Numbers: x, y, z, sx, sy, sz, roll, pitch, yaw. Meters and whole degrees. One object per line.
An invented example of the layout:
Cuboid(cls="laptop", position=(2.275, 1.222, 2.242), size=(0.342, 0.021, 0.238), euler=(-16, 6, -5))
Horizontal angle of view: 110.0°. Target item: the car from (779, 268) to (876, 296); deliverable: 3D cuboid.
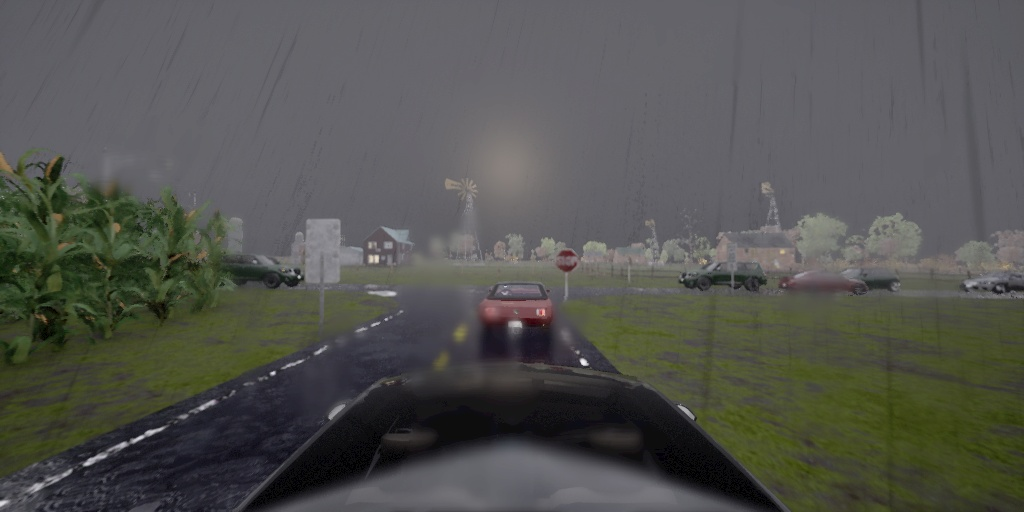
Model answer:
Cuboid(cls="car", position=(19.335, 1.670, 22.407), size=(4.674, 1.442, 1.812), euler=(1, -1, 0))

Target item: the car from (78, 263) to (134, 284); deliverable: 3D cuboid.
Cuboid(cls="car", position=(-25.946, 1.143, 22.257), size=(4.181, 1.385, 1.994), euler=(1, -1, 0))

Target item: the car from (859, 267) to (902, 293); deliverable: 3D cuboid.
Cuboid(cls="car", position=(24.478, 1.633, 25.379), size=(4.553, 1.767, 2.097), euler=(1, -1, 0))

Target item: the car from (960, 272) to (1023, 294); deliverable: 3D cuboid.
Cuboid(cls="car", position=(34.871, 1.901, 25.400), size=(4.902, 1.511, 2.128), euler=(1, -1, 0))

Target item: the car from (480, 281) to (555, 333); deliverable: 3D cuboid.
Cuboid(cls="car", position=(0.233, 1.424, 11.024), size=(1.895, 1.301, 4.718), euler=(0, 0, 3))

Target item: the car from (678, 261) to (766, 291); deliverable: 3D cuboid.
Cuboid(cls="car", position=(14.794, 1.382, 25.347), size=(5.566, 2.045, 2.150), euler=(1, -1, 0))

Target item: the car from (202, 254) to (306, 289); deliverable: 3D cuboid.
Cuboid(cls="car", position=(-15.960, 0.925, 22.282), size=(5.566, 2.045, 2.150), euler=(1, -1, 0))

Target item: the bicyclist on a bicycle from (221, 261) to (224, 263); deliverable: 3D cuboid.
Cuboid(cls="bicyclist on a bicycle", position=(-22.659, 1.195, 28.233), size=(0.582, 1.620, 1.656), euler=(1, 0, 0))
